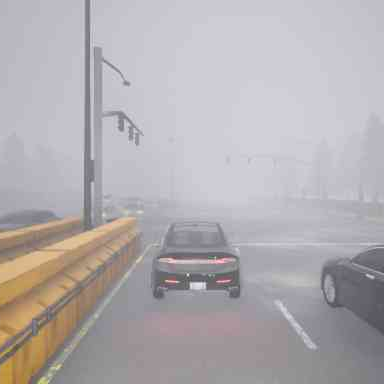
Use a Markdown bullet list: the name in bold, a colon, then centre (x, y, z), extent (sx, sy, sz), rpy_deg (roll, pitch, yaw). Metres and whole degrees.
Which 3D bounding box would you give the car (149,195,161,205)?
- **car**: centre (-7.124, 1.352, 58.551), extent (2.097, 1.767, 4.553), rpy_deg (0, 0, 0)

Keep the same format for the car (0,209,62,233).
- **car**: centre (-7.112, 1.505, 14.152), extent (1.837, 1.490, 4.892), rpy_deg (0, 0, 0)

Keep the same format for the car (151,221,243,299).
- **car**: centre (0.078, 1.492, 8.463), extent (2.128, 1.511, 4.902), rpy_deg (0, 0, -1)

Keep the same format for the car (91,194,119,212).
- **car**: centre (-10.630, 1.223, 39.314), extent (2.150, 2.045, 5.566), rpy_deg (0, 0, 0)

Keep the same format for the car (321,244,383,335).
- **car**: centre (3.597, 1.505, 5.049), extent (1.837, 1.490, 4.892), rpy_deg (0, 0, 0)

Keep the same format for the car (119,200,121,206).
- **car**: centre (-10.632, 1.547, 53.944), extent (2.033, 1.411, 5.357), rpy_deg (0, 0, 0)

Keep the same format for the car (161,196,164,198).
- **car**: centre (-7.055, 1.539, 73.757), extent (2.033, 1.411, 5.357), rpy_deg (0, 0, 0)

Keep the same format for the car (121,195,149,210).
- **car**: centre (-7.129, 1.352, 41.843), extent (2.097, 1.767, 4.553), rpy_deg (0, 0, 0)

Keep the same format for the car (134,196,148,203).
- **car**: centre (-10.552, 1.525, 69.386), extent (2.128, 1.511, 4.902), rpy_deg (0, 0, 0)
